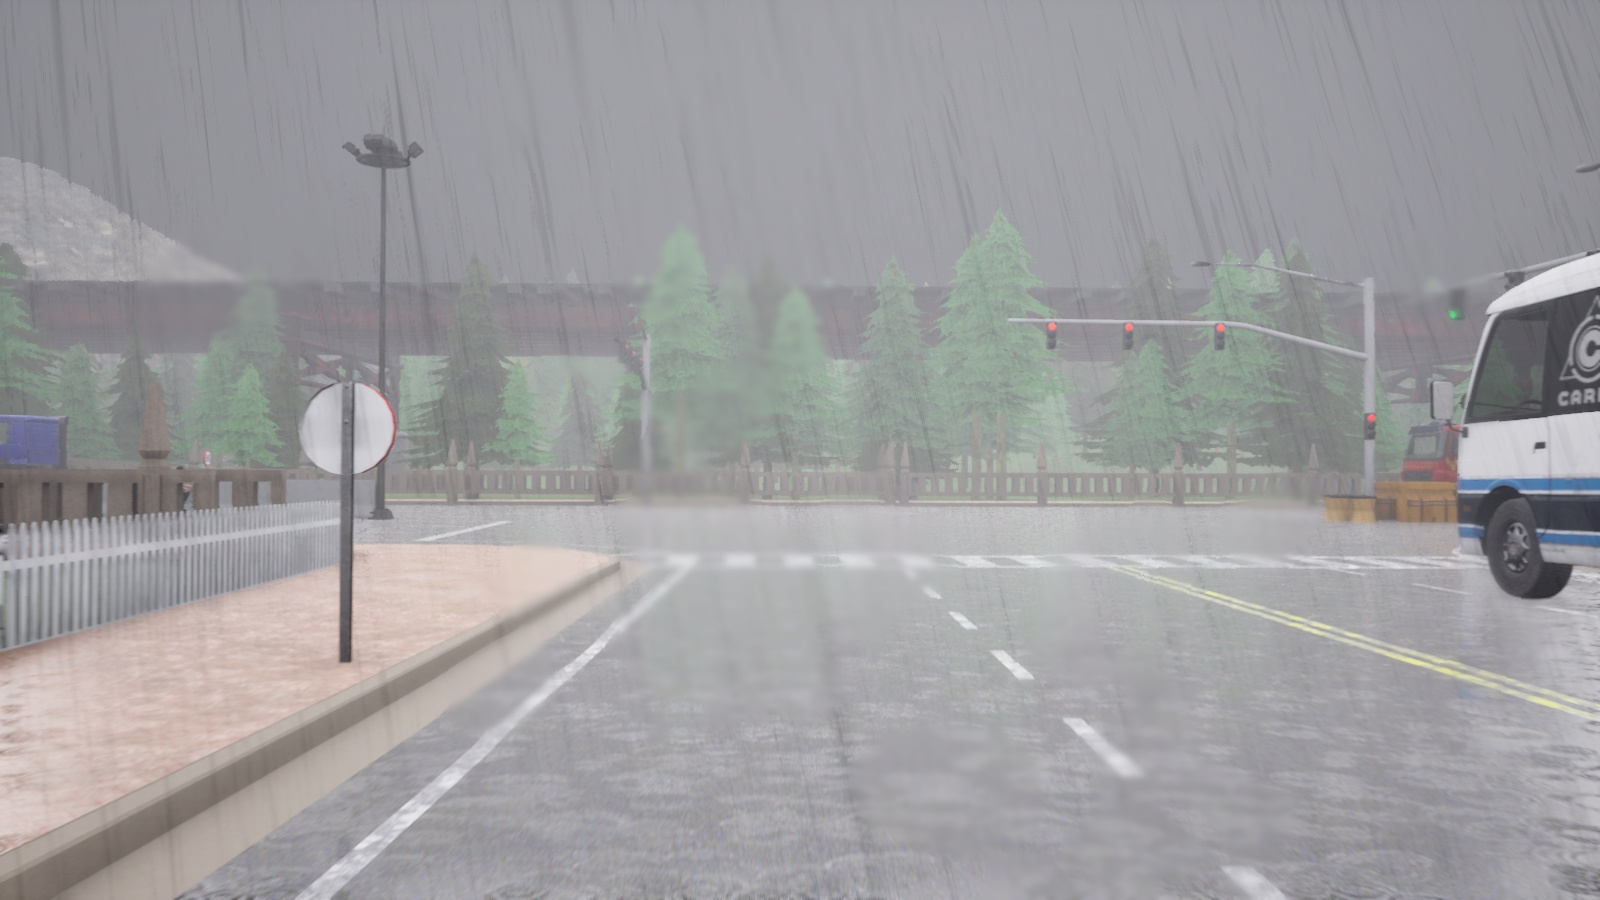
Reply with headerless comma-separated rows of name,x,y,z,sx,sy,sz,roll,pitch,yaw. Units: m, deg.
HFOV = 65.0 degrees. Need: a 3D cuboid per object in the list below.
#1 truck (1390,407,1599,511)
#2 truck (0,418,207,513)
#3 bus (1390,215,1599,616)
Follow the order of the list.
truck,27.585,0.347,48.229,8.468,3.827,2.891,0,-1,-2
truck,-28.264,0.603,49.863,7.936,3.462,2.891,2,-1,-2
bus,10.461,-0.389,12.815,3.944,4.253,10.273,0,-2,0
